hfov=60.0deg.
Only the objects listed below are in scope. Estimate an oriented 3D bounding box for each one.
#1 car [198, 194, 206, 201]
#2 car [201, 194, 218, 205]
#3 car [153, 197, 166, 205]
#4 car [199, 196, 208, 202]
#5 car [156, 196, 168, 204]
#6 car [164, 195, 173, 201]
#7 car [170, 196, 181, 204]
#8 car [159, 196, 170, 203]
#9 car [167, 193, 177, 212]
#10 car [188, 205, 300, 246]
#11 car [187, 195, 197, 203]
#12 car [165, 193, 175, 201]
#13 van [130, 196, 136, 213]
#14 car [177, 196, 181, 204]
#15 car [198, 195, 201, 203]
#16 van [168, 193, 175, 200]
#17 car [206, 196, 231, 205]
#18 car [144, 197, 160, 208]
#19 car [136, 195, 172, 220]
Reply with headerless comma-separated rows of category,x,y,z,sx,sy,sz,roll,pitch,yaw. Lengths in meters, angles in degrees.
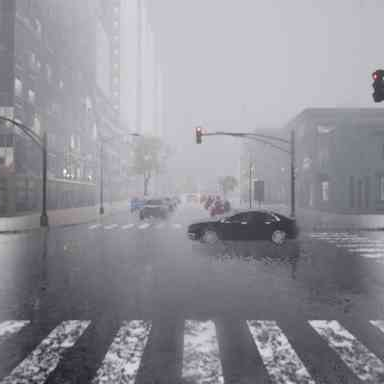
car,2.630,1.424,87.751,1.967,1.590,4.097,1,0,0
car,2.672,1.309,42.359,2.192,1.841,5.009,1,0,0
car,-5.728,1.573,59.335,1.802,1.307,4.206,1,0,0
car,2.638,1.553,76.403,1.947,1.339,4.313,1,0,0
car,-5.732,1.556,65.009,1.947,1.339,4.313,1,0,0
car,-5.746,1.537,82.031,2.008,1.369,4.403,1,0,0
car,-3.055,1.502,64.018,1.882,1.535,5.008,0,0,0
car,-5.737,1.554,70.683,1.947,1.339,4.313,1,0,0
car,-3.130,1.347,37.733,2.097,1.767,4.553,0,0,0
car,2.243,1.509,14.766,4.892,1.490,1.837,1,0,1
car,0.041,1.341,69.589,2.097,1.767,4.553,0,0,0
car,-5.747,1.300,87.705,2.192,1.841,5.009,1,0,0
van,-5.704,1.337,36.639,1.690,1.788,3.998,1,0,0
car,-3.131,1.484,48.321,2.128,1.511,4.902,0,0,0
car,2.652,1.305,65.055,2.192,1.841,5.009,1,0,0
van,-5.752,1.324,93.379,1.690,1.788,3.998,1,0,0
car,2.679,1.436,31.011,1.967,1.590,4.097,1,0,0
car,-5.717,1.519,47.817,1.752,1.417,4.829,1,0,0
car,-3.123,1.349,28.127,2.097,1.767,4.553,0,0,0
